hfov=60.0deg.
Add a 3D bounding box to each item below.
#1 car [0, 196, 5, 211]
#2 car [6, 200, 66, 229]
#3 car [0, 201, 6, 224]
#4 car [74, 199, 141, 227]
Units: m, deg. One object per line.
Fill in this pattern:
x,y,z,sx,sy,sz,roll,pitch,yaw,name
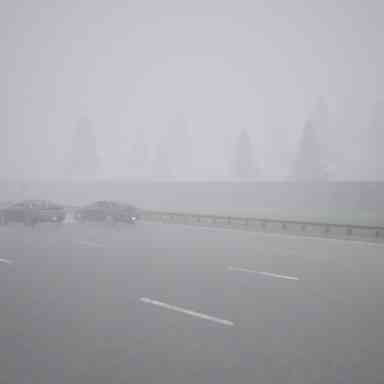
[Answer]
-19.497,1.040,30.829,4.718,1.301,1.895,1,1,36,car
-9.350,1.181,19.277,4.902,1.511,2.128,1,1,36,car
-11.635,1.035,16.607,4.553,1.767,2.097,1,1,36,car
-5.343,1.234,20.713,4.892,1.490,1.837,1,1,36,car
